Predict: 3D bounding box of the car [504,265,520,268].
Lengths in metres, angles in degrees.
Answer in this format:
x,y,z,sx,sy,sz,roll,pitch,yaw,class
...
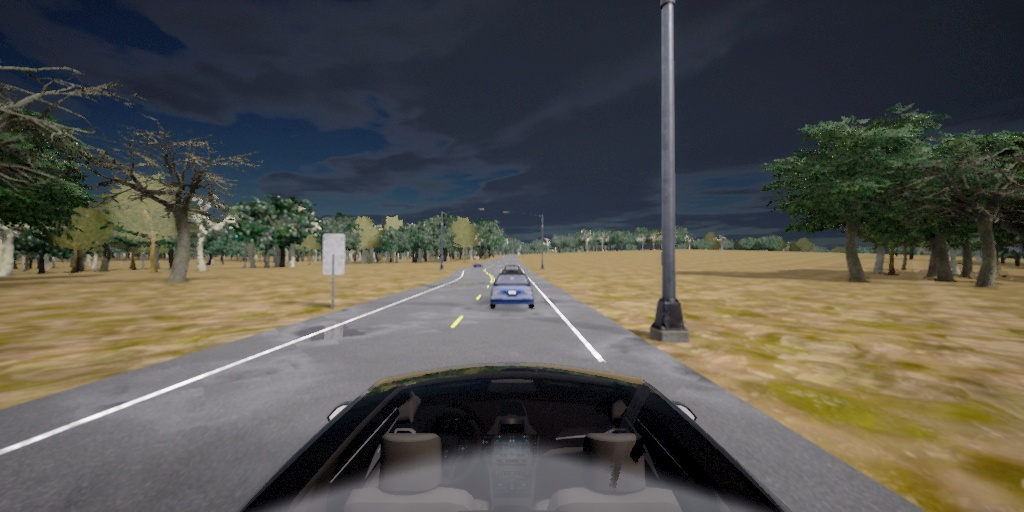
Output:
x,y,z,sx,sy,sz,roll,pitch,yaw,class
0.018,1.539,31.156,1.837,1.490,4.892,0,0,0,car

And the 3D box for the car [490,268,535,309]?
x,y,z,sx,sy,sz,roll,pitch,yaw,class
0.007,1.433,15.856,2.033,1.411,5.357,0,-1,0,car
